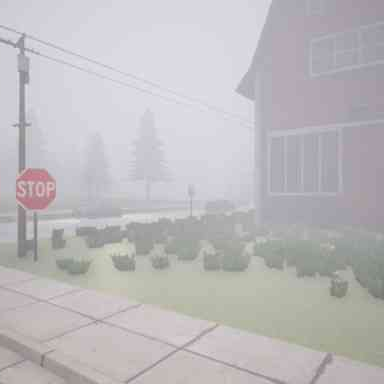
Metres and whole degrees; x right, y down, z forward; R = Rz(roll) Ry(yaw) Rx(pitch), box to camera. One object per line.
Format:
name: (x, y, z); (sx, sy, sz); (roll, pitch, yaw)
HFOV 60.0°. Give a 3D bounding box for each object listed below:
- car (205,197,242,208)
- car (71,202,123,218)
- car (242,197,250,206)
car: (3.264, 1.493, 36.385); (1.837, 1.490, 4.892); (0, 0, 36)
car: (-7.810, 1.550, 27.606); (1.994, 1.385, 4.181); (0, 0, 36)
car: (6.364, 1.479, 46.735); (2.128, 1.511, 4.902); (0, 0, 37)
